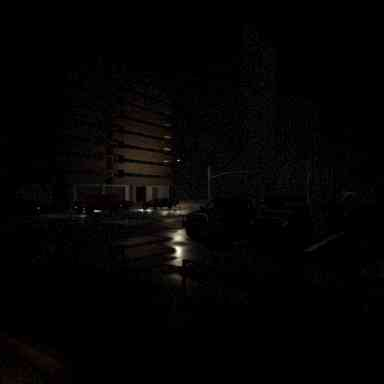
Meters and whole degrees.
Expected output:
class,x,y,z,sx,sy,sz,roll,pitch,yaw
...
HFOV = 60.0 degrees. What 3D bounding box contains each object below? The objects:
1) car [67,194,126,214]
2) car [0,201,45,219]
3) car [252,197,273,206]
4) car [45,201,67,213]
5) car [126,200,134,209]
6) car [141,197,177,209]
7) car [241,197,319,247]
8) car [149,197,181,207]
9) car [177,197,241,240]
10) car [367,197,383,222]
class,x,y,z,sx,sy,sz,roll,pitch,yaw
car,-10.305,1.221,36.295,2.150,2.045,5.566,0,0,34
car,-15.411,1.564,28.694,1.994,1.385,4.181,0,0,34
car,12.090,1.526,56.754,1.812,1.442,4.674,0,0,34
car,-15.327,1.601,35.098,1.895,1.301,4.718,0,0,34
car,-9.952,1.547,43.102,2.033,1.411,5.357,0,0,34
car,-4.497,1.547,44.933,2.033,1.411,5.357,0,0,34
car,3.909,1.156,14.336,1.905,1.878,3.866,0,0,34
car,-4.121,1.547,51.719,2.033,1.411,5.357,0,0,35
car,1.542,1.153,16.003,1.932,1.855,4.605,0,0,34
car,15.935,1.395,27.290,1.970,1.475,3.806,0,0,34
